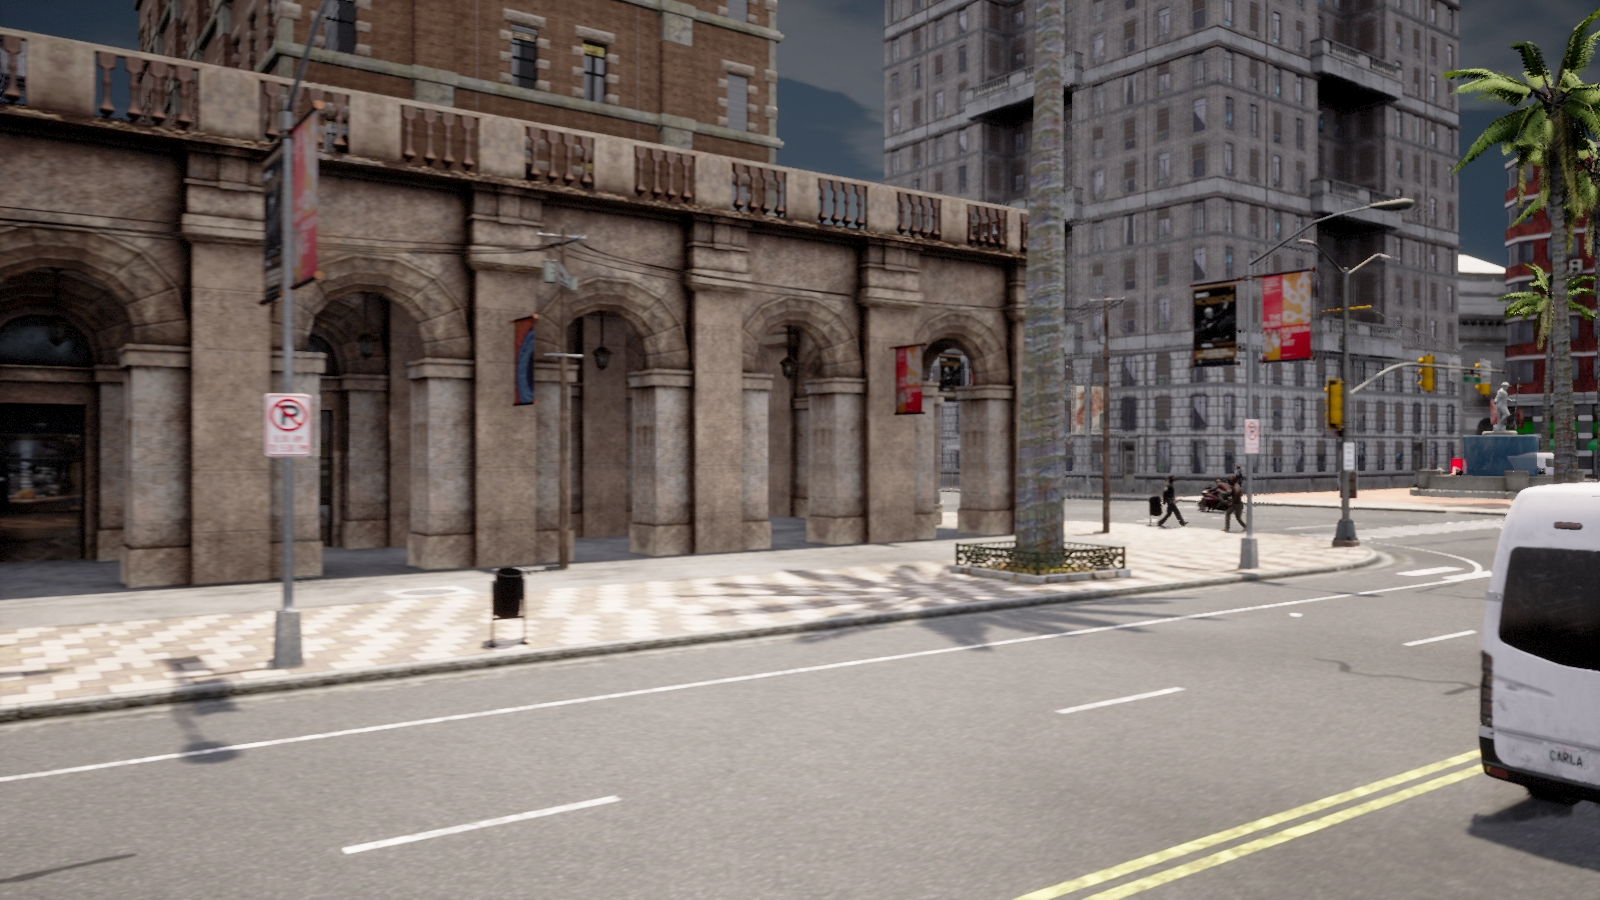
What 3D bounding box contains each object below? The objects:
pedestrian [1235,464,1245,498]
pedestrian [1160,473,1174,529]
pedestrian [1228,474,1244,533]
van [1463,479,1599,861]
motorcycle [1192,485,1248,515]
[{"bbox_3d":[24.137,1.699,62.735,0.375,1.860,0.375,0,0,-41],"label":"pedestrian"},{"bbox_3d":[12.302,1.698,38.286,0.375,1.860,0.375,0,0,31],"label":"pedestrian"},{"bbox_3d":[13.920,1.699,36.463,0.375,1.860,0.375,0,0,6],"label":"pedestrian"},{"bbox_3d":[7.964,1.536,9.470,5.915,2.561,1.988,0,0,-35],"label":"van"},{"bbox_3d":[18.628,2.207,50.702,0.867,1.251,2.209,0,0,-35],"label":"motorcycle"}]
